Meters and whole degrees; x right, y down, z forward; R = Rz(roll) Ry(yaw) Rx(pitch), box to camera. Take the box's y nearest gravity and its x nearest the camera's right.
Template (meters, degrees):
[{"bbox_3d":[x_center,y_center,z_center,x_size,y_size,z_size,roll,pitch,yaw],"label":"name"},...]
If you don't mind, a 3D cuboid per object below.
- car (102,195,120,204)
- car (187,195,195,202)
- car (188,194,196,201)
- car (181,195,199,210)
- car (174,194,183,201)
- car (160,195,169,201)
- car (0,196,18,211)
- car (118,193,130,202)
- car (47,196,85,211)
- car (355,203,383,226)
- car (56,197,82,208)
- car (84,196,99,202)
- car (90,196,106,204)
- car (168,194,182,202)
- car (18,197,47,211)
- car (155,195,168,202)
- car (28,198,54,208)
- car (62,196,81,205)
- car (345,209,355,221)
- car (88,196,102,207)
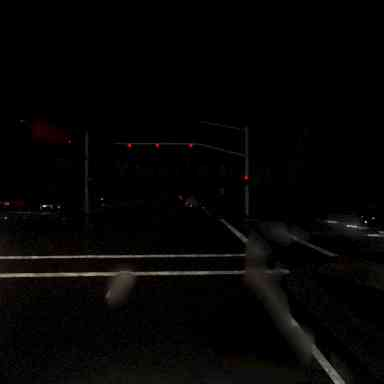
[{"bbox_3d":[-15.215,1.564,61.151,1.994,1.385,4.181,0,0,0],"label":"car"},{"bbox_3d":[-0.151,1.521,74.270,1.812,1.442,4.674,0,0,1],"label":"car"},{"bbox_3d":[0.039,1.419,84.450,1.882,1.535,5.008,0,0,1],"label":"car"},{"bbox_3d":[-0.112,1.525,43.252,1.812,1.442,4.674,0,0,0],"label":"car"},{"bbox_3d":[-3.460,1.296,84.504,2.097,1.767,4.553,0,0,1],"label":"car"},{"bbox_3d":[-6.959,1.465,84.616,1.812,1.442,4.674,0,0,1],"label":"car"},{"bbox_3d":[-22.203,1.352,40.447,2.097,1.767,4.553,0,0,0],"label":"car"},{"bbox_3d":[-15.157,1.206,73.184,2.150,2.045,5.566,0,0,0],"label":"car"},{"bbox_3d":[-15.203,1.491,40.390,2.128,1.511,4.902,0,0,0],"label":"car"},{"bbox_3d":[13.892,1.547,21.468,5.357,1.411,2.033,0,0,1],"label":"car"},{"bbox_3d":[-18.726,1.547,51.012,2.033,1.411,5.357,0,0,0],"label":"car"},{"bbox_3d":[-22.156,1.582,73.520,1.895,1.301,4.718,0,0,0],"label":"car"},{"bbox_3d":[-18.677,1.506,66.268,1.837,1.490,4.892,0,0,0],"label":"car"},{"bbox_3d":[-3.648,1.551,74.675,1.994,1.385,4.181,0,0,1],"label":"car"},{"bbox_3d":[-18.741,1.547,40.940,2.033,1.411,5.357,0,0,0],"label":"car"},{"bbox_3d":[-7.151,1.536,74.255,2.033,1.411,5.357,0,0,1],"label":"car"},{"bbox_3d":[-22.222,1.564,49.079,1.994,1.385,4.181,0,0,0],"label":"car"},{"bbox_3d":[-22.195,1.526,61.655,1.812,1.442,4.674,0,0,0],"label":"car"},{"bbox_3d":[13.982,1.526,24.967,4.674,1.442,1.812,0,0,1],"label":"car"},{"bbox_3d":[-15.221,1.564,49.293,1.994,1.385,4.181,0,0,0],"label":"car"}]
